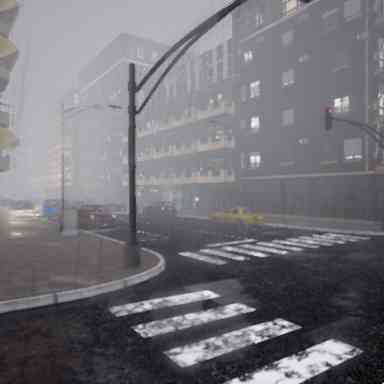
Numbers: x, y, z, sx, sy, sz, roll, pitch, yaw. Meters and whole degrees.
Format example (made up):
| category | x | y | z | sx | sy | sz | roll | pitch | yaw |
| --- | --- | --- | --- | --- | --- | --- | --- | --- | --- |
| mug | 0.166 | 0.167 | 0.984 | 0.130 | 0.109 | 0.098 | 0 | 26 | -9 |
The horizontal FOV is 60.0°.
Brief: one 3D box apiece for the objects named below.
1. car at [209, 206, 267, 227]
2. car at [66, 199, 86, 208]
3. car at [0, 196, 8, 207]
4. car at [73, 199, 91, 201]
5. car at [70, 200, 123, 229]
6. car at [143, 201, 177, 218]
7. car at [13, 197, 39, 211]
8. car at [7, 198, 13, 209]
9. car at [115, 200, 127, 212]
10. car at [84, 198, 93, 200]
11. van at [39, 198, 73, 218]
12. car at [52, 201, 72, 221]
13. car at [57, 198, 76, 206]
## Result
| category | x | y | z | sx | sy | sz | roll | pitch | yaw |
| --- | --- | --- | --- | --- | --- | --- | --- | --- | --- |
| car | 3.150 | 1.664 | 23.800 | 1.752 | 1.417 | 4.829 | -1 | 0 | -36 |
| car | -19.324 | 1.802 | 55.146 | 1.947 | 1.339 | 4.313 | -1 | 0 | -36 |
| car | -32.584 | 1.852 | 59.259 | 1.887 | 1.381 | 4.507 | -1 | 0 | -36 |
| car | -11.615 | 1.776 | 34.626 | 1.994 | 1.385 | 4.181 | 0 | 0 | -36 |
| car | -6.788 | 1.631 | 23.278 | 1.967 | 1.590 | 4.097 | -1 | 0 | -36 |
| car | -3.201 | 1.605 | 32.657 | 1.967 | 1.590 | 4.097 | -1 | 0 | -36 |
| car | -22.911 | 1.701 | 45.766 | 1.967 | 1.590 | 4.097 | -1 | 0 | -36 |
| car | -26.135 | 1.842 | 50.263 | 1.947 | 1.339 | 4.313 | -1 | 0 | -36 |
| car | -9.650 | 1.743 | 41.653 | 2.008 | 1.369 | 4.403 | -1 | 0 | -36 |
| car | -16.100 | 1.661 | 50.648 | 1.967 | 1.590 | 4.097 | -1 | 0 | -36 |
| van | -13.237 | 1.559 | 32.272 | 1.690 | 1.788 | 3.998 | -1 | 0 | -36 |
| car | -9.913 | 1.729 | 27.637 | 1.752 | 1.417 | 4.829 | -1 | 0 | -36 |
| car | -22.549 | 1.803 | 59.644 | 2.008 | 1.369 | 4.403 | -1 | 0 | -36 |
